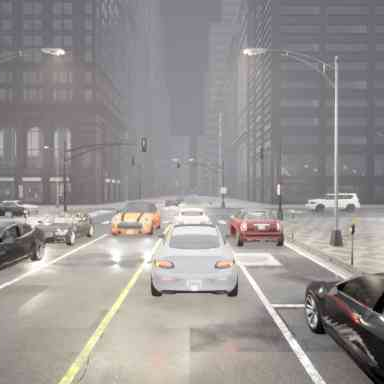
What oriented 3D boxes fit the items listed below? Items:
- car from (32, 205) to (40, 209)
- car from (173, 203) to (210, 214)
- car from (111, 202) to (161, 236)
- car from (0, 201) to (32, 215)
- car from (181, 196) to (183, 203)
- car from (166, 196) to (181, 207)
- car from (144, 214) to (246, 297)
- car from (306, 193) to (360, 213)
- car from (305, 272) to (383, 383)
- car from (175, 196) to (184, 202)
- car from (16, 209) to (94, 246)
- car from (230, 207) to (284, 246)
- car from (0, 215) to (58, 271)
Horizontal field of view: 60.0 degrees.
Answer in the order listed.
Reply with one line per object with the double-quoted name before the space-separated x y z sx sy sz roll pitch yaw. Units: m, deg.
"car" -17.626 1.582 33.225 4.674 1.442 1.812 0 0 3
"car" 0.011 1.528 17.569 1.812 1.442 4.674 0 0 0
"car" -2.953 1.354 18.324 2.097 1.767 4.553 0 0 2
"car" -17.620 1.549 29.972 5.008 1.535 1.882 0 0 -1
"car" -3.035 1.536 60.595 1.837 1.490 4.892 0 0 0
"car" -3.015 1.548 51.421 1.812 1.442 4.674 0 0 0
"car" 0.068 1.526 8.467 1.812 1.442 4.674 0 0 1
"car" 15.513 1.179 36.733 5.566 2.045 2.150 0 0 0
"car" 2.763 1.566 3.858 1.947 1.339 4.313 0 0 0
"car" -3.037 1.613 80.336 1.994 1.385 4.181 0 0 0
"car" -5.756 1.552 15.133 2.008 1.369 4.403 0 0 0
"car" 2.769 1.442 15.130 1.967 1.590 4.097 0 0 0
"car" -5.759 1.566 9.496 1.947 1.339 4.313 0 0 0
